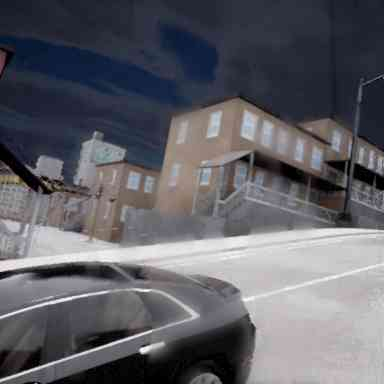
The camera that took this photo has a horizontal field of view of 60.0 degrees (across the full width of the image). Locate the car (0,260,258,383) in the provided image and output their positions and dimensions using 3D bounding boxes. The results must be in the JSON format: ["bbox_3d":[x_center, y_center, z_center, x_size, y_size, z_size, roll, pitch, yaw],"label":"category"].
[{"bbox_3d":[-1.570,1.496,2.864,4.892,1.490,1.837,-1,0,-35],"label":"car"}]
